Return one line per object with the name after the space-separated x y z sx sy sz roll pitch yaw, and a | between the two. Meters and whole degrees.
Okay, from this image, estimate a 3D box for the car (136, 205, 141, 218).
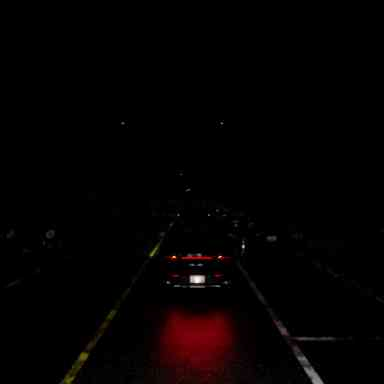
-5.756 1.745 30.056 1.887 1.381 4.507 -1 0 0 | car

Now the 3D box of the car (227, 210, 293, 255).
2.759 1.655 13.535 1.947 1.339 4.313 -1 0 0 | car

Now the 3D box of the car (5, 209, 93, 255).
-5.768 1.530 13.541 1.967 1.590 4.097 -1 0 0 | car

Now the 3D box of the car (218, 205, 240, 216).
2.762 1.671 19.040 1.887 1.381 4.507 -1 0 0 | car

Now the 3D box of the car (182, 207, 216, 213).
0.107 1.680 19.903 2.033 1.411 5.357 0 0 0 | car

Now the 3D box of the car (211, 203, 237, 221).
2.769 1.745 30.050 1.887 1.381 4.507 -1 0 0 | car

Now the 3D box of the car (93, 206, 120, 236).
-5.763 1.692 19.046 1.947 1.339 4.313 -1 0 0 | car

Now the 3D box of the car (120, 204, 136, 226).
-5.759 1.714 24.551 2.008 1.369 4.403 -1 0 0 | car

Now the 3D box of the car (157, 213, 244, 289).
0.106 1.567 9.302 1.837 1.490 4.892 0 0 0 | car

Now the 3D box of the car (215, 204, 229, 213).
2.766 1.708 24.545 1.887 1.381 4.507 -1 0 0 | car
